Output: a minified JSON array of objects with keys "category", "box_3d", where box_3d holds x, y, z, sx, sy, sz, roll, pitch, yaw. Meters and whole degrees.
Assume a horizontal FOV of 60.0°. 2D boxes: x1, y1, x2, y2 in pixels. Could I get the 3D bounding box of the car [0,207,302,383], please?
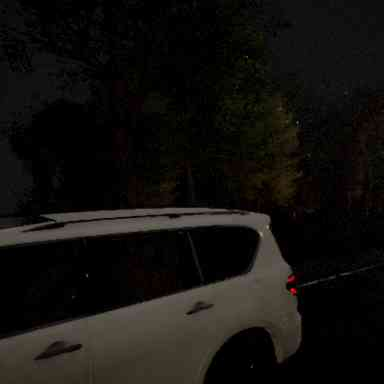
[{"category":"car","box_3d":[-1.360,1.219,3.023,5.566,2.045,2.150,0,0,-36]}]
